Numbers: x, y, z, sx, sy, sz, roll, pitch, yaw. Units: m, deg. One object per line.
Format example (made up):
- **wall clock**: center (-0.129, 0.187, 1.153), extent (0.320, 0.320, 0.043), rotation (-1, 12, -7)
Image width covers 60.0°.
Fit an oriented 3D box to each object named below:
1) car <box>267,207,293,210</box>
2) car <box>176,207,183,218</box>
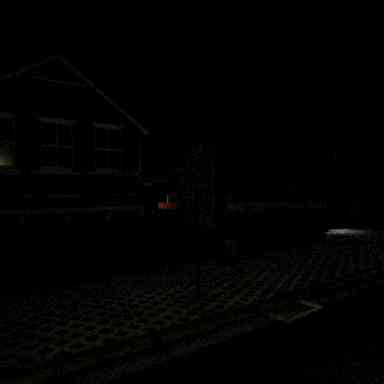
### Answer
- **car**: center (6.781, 1.877, 23.891), extent (1.837, 1.490, 4.892), rotation (-1, -1, -43)
- **car**: center (-0.179, 2.085, 31.118), extent (5.008, 1.535, 1.882), rotation (-2, -1, 44)
